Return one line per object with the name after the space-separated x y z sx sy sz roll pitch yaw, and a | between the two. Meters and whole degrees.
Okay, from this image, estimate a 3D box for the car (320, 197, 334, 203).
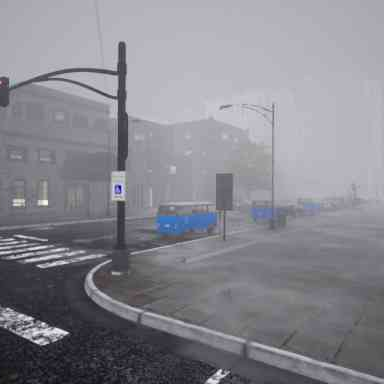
31.126 1.791 76.719 1.947 1.339 4.313 0 0 35 | car

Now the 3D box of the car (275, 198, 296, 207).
15.248 1.665 54.133 1.887 1.381 4.507 0 0 35 | car

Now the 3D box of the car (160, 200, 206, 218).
-0.728 1.558 31.408 1.752 1.417 4.829 0 0 35 | car

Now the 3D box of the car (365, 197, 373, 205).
34.796 1.809 67.368 1.887 1.381 4.507 0 0 35 | car

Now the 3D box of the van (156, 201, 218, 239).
-0.136 1.406 17.679 1.690 1.788 3.998 0 0 35 | van

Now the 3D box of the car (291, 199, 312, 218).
9.390 1.655 31.230 1.887 1.381 4.507 0 0 35 | car

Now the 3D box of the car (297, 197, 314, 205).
21.600 1.705 63.167 1.887 1.381 4.507 0 0 35 | car

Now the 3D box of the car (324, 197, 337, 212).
15.840 1.671 40.404 1.752 1.417 4.829 0 0 35 | car

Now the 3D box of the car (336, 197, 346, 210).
18.917 1.729 44.781 1.947 1.339 4.313 0 0 35 | car

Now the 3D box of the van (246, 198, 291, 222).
6.216 1.436 26.713 1.690 1.788 3.998 0 0 35 | van

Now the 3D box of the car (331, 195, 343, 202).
37.478 1.711 85.753 1.967 1.590 4.097 0 0 35 | car

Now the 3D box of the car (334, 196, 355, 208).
22.095 1.497 49.300 2.192 1.841 5.009 0 0 35 | car

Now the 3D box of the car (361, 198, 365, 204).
28.543 1.747 58.473 1.752 1.417 4.829 0 0 35 | car

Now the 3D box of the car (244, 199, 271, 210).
8.897 1.628 45.100 1.887 1.381 4.507 0 0 35 | car

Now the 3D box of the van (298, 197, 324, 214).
12.567 1.468 35.747 1.690 1.788 3.998 0 0 35 | van

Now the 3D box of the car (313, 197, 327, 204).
27.853 1.728 72.062 1.752 1.417 4.829 0 0 35 | car

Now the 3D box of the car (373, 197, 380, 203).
44.324 1.899 80.919 1.947 1.339 4.313 0 0 35 | car

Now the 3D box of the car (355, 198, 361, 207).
25.271 1.516 53.817 2.192 1.841 5.009 0 0 35 | car

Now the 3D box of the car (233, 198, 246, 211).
5.722 1.506 40.583 1.967 1.590 4.097 0 0 35 | car

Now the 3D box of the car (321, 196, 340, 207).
22.943 1.533 55.002 2.097 1.767 4.553 1 0 35 | car
